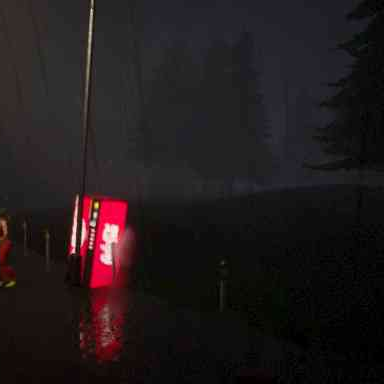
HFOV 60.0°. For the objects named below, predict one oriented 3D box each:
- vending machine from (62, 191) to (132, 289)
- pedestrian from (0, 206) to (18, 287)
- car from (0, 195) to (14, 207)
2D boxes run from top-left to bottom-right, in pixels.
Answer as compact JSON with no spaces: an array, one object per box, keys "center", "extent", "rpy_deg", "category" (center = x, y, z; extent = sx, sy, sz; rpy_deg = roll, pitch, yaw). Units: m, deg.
[{"center":[-2.280,1.102,8.009],"extent":[0.880,2.100,1.100],"rpy_deg":[8,1,44],"category":"vending machine"},{"center":[-4.106,1.156,7.212],"extent":[0.375,1.860,0.375],"rpy_deg":[8,9,44],"category":"pedestrian"},{"center":[-22.305,0.981,38.007],"extent":[2.033,1.411,5.357],"rpy_deg":[4,-1,-6],"category":"car"}]
